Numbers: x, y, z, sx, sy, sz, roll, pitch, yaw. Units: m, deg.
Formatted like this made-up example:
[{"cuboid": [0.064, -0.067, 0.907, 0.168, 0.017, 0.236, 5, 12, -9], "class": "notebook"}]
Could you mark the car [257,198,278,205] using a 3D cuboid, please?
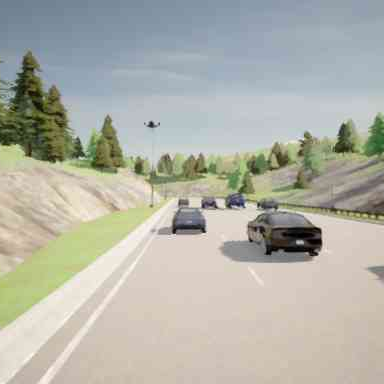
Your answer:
[{"cuboid": [9.545, 1.517, 42.212, 2.128, 1.511, 4.902, 0, 0, -2], "class": "car"}]

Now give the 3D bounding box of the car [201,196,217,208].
[{"cuboid": [2.363, 1.386, 47.475, 2.097, 1.767, 4.553, 0, 0, -2], "class": "car"}]

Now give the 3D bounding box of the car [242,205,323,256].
[{"cuboid": [3.463, 1.485, 13.295, 1.882, 1.535, 5.008, 0, 0, -1], "class": "car"}]

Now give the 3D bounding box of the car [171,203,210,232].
[{"cuboid": [-0.221, 1.580, 20.083, 1.994, 1.385, 4.181, 0, 0, -2], "class": "car"}]

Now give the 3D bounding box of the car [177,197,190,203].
[{"cuboid": [-1.355, 1.534, 53.801, 2.128, 1.511, 4.902, 0, 0, -2], "class": "car"}]

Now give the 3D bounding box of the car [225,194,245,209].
[{"cuboid": [5.903, 1.253, 46.191, 2.150, 2.045, 5.566, 0, 0, -2], "class": "car"}]
